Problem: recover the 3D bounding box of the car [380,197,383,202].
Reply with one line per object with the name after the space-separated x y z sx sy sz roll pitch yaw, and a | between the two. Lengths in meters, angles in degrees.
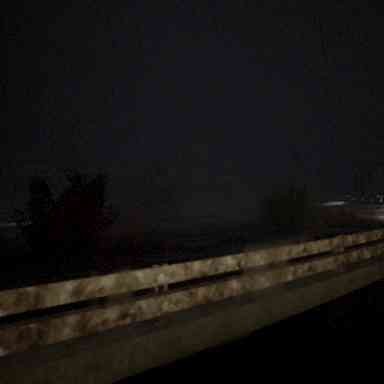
43.714 1.402 73.833 2.097 1.767 4.553 0 0 4 | car
